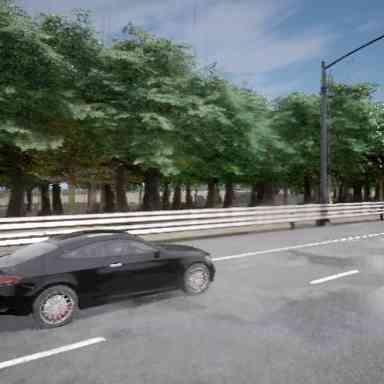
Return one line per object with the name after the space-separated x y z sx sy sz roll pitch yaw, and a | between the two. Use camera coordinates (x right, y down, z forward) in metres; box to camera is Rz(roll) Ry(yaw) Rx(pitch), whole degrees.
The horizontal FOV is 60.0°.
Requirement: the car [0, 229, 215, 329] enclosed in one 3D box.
-1.664 1.498 6.878 4.674 1.442 1.812 0 0 -35 | car
